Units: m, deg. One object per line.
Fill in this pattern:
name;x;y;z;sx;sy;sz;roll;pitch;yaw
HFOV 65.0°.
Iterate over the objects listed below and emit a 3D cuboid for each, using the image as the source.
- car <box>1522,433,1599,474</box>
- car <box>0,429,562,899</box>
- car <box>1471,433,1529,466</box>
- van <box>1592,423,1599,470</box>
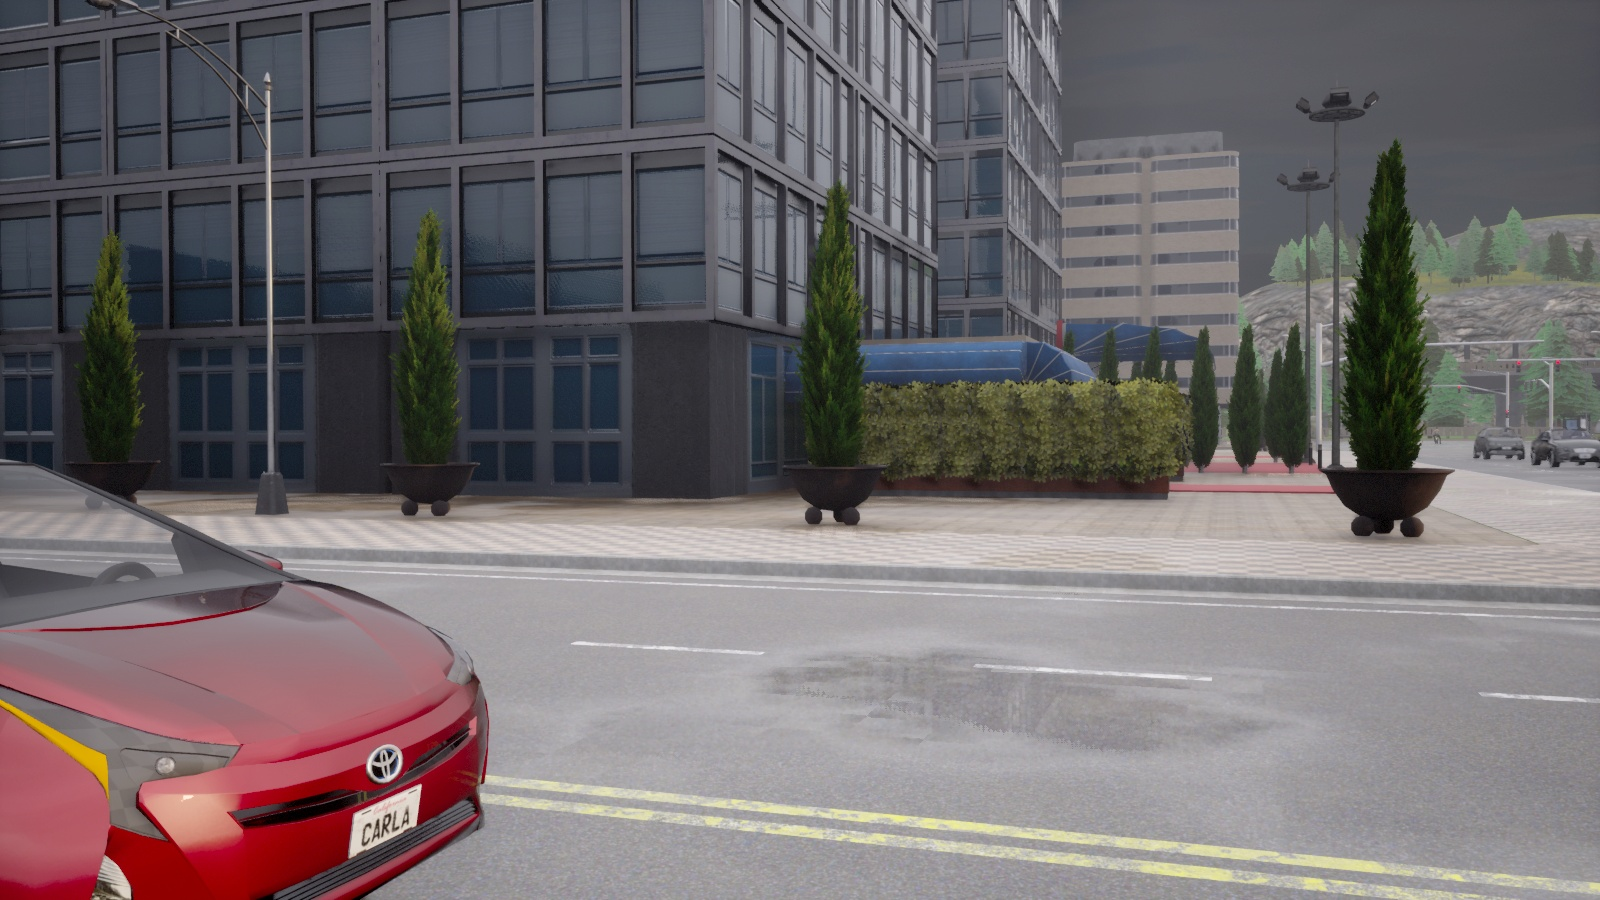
car;29.975;0.111;49.007;2.128;1.511;4.902;1;1;18
car;-3.322;0.692;4.311;4.514;1.525;2.007;1;1;19
car;33.887;-0.042;60.881;1.789;1.549;3.705;1;1;18
van;34.865;-0.133;52.660;1.775;1.987;4.442;1;1;18
